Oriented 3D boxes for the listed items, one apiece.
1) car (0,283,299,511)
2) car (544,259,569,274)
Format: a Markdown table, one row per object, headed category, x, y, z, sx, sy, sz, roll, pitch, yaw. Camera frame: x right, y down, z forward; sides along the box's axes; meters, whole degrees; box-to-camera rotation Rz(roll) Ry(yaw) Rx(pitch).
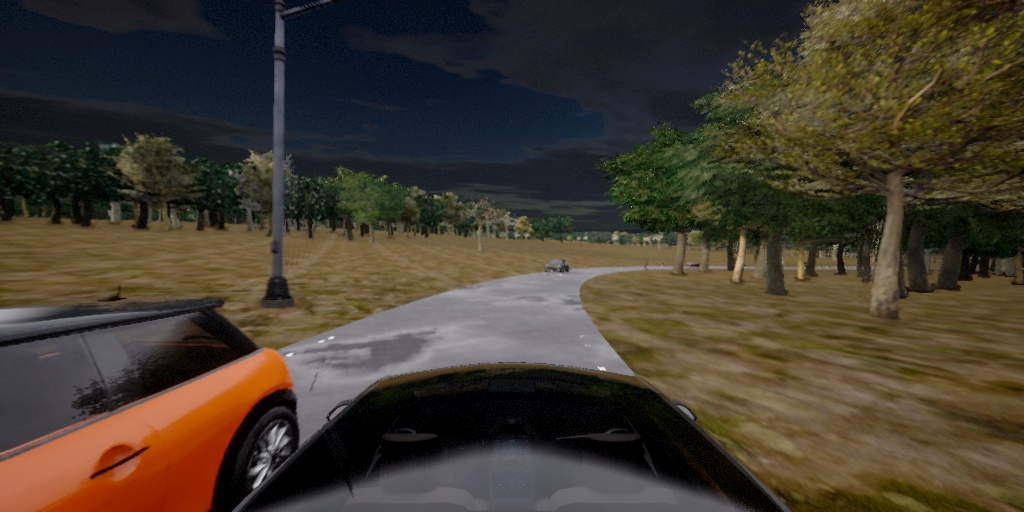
| category | x | y | z | sx | sy | sz | roll | pitch | yaw |
| --- | --- | --- | --- | --- | --- | --- | --- | --- | --- |
| car | -2.953 | 1.091 | 1.263 | 2.097 | 1.767 | 4.553 | 0 | 0 | 1 |
| car | 5.287 | 1.108 | 42.138 | 2.097 | 1.767 | 4.553 | 2 | 1 | 23 |
